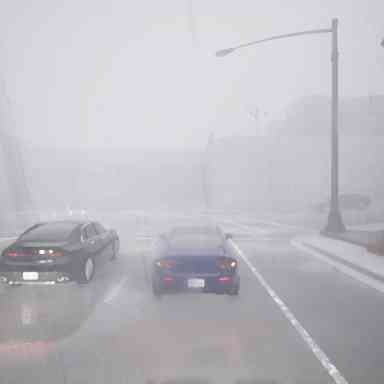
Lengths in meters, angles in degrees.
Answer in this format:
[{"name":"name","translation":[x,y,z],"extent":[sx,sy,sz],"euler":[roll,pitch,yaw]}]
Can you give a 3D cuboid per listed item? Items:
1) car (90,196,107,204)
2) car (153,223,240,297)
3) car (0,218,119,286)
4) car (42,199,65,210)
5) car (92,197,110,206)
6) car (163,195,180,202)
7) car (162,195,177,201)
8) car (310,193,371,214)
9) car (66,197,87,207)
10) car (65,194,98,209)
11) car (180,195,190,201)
[{"name":"car","translation":[-18.571,1.499,66.159],"extent":[2.128,1.511,4.902],"euler":[0,0,-1]},{"name":"car","translation":[0.099,1.526,8.492],"extent":[1.812,1.442,4.674],"euler":[0,0,0]},{"name":"car","translation":[-3.392,1.507,9.432],"extent":[1.837,1.490,4.892],"euler":[0,0,0]},{"name":"car","translation":[-18.174,1.605,44.222],"extent":[1.895,1.301,4.718],"euler":[0,0,-1]},{"name":"car","translation":[-14.890,1.531,54.579],"extent":[1.812,1.442,4.674],"euler":[0,0,-1]},{"name":"car","translation":[-4.566,1.363,75.358],"extent":[2.097,1.767,4.553],"euler":[0,0,6]},{"name":"car","translation":[-5.726,1.561,85.210],"extent":[1.994,1.385,4.181],"euler":[0,0,24]},{"name":"car","translation":[12.560,0.894,28.304],"extent":[4.892,1.490,1.837],"euler":[-7,0,0]},{"name":"car","translation":[-18.351,1.569,53.034],"extent":[1.994,1.385,4.181],"euler":[0,0,0]},{"name":"car","translation":[-14.692,1.226,44.830],"extent":[2.150,2.045,5.566],"euler":[0,0,-1]},{"name":"car","translation":[-2.043,1.533,84.990],"extent":[1.812,1.442,4.674],"euler":[0,0,24]}]
